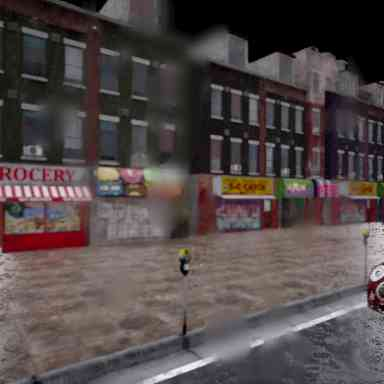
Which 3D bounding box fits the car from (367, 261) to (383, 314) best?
[{"bbox_3d":[5.230,1.523,6.557,4.097,1.590,1.967,1,0,-35],"label":"car"}]
